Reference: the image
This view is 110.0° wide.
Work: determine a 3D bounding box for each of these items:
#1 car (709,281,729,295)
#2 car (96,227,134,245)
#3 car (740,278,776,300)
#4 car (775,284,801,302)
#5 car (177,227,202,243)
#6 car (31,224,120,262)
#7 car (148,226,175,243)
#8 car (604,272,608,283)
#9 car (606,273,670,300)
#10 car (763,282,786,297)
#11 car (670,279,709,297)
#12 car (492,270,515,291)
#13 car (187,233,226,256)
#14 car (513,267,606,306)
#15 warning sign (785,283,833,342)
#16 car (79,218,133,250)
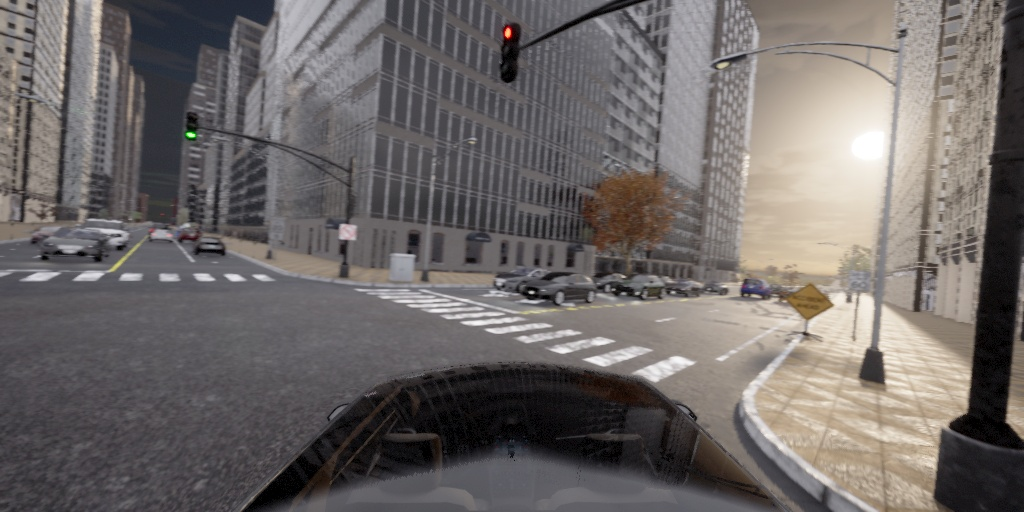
[{"bbox_3d":[22.111,3.455,39.040,1.994,1.385,4.181,5,0,44],"label":"car"},{"bbox_3d":[-35.487,-1.800,32.163,1.895,1.301,4.718,4,1,-44],"label":"car"},{"bbox_3d":[26.142,3.478,38.360,2.150,2.045,5.566,5,0,43],"label":"car"},{"bbox_3d":[27.819,3.886,35.497,1.882,1.535,5.008,5,0,43],"label":"car"},{"bbox_3d":[-38.476,-2.439,42.862,2.192,1.841,5.009,0,0,-45],"label":"car"},{"bbox_3d":[-21.083,-0.612,17.483,2.128,1.511,4.902,4,1,-45],"label":"car"},{"bbox_3d":[-39.462,-2.281,40.401,1.812,1.442,4.674,4,1,-44],"label":"car"},{"bbox_3d":[7.374,2.018,27.985,1.837,1.490,4.892,5,0,43],"label":"car"},{"bbox_3d":[8.767,1.986,24.704,2.097,1.767,4.553,5,0,43],"label":"car"},{"bbox_3d":[35.570,4.495,48.481,2.097,1.767,4.553,5,0,40],"label":"car"},{"bbox_3d":[15.271,2.795,31.722,2.033,1.411,5.357,5,0,43],"label":"car"},{"bbox_3d":[0.994,1.404,21.114,2.128,1.511,4.902,5,0,43],"label":"car"},{"bbox_3d":[-22.981,-0.788,27.153,1.948,1.339,4.313,0,0,-45],"label":"car"},{"bbox_3d":[2.512,1.550,17.999,1.837,1.490,4.892,5,0,42],"label":"car"},{"bbox_3d":[10.067,1.847,12.314,1.300,1.860,1.060,0,0,43],"label":"warning sign"},{"bbox_3d":[-28.507,-1.551,25.066,2.150,2.045,5.566,4,1,-44],"label":"car"}]
